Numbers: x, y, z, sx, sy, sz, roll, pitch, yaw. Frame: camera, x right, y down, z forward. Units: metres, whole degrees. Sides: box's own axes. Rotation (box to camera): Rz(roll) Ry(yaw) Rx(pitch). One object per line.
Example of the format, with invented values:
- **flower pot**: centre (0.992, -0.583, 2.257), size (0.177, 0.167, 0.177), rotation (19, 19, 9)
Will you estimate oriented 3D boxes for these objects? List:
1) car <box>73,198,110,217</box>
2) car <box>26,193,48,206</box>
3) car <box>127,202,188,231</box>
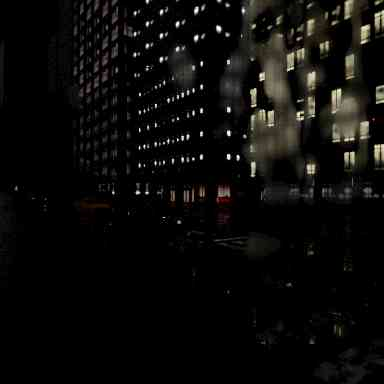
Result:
- **car**: centre (-8.677, 1.242, 28.608), size (1.882, 1.535, 5.008), rotation (0, 1, -37)
- **car**: centre (-21.507, 0.927, 46.004), size (2.097, 1.767, 4.553), rotation (0, 0, -36)
- **car**: centre (-2.148, 1.344, 19.821), size (2.128, 1.511, 4.902), rotation (0, 0, -37)
